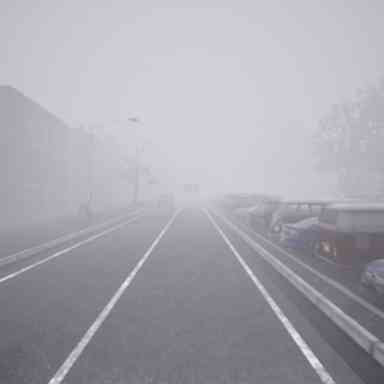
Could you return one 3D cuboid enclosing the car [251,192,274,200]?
[{"bbox_3d":[18.680,0.951,87.783,5.566,2.045,2.435,0,0,0],"label":"car"}]

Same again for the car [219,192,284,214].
[{"bbox_3d":[5.670,1.240,31.531,5.566,2.045,2.435,0,0,0],"label":"car"}]

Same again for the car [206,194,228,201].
[{"bbox_3d":[5.672,1.281,76.386,4.792,1.488,2.163,0,0,0],"label":"car"}]

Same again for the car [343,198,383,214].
[{"bbox_3d":[18.960,1.472,34.889,5.366,1.575,1.946,0,0,0],"label":"car"}]

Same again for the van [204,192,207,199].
[{"bbox_3d":[5.530,1.040,73.581,4.442,1.987,1.878,0,0,0],"label":"van"}]

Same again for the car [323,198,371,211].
[{"bbox_3d":[18.738,1.475,40.440,4.792,1.488,2.163,0,0,0],"label":"car"}]

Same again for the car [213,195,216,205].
[{"bbox_3d":[5.678,1.456,45.550,4.674,1.452,2.002,0,0,0],"label":"car"}]

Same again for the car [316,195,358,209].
[{"bbox_3d":[18.794,1.305,43.216,4.553,1.767,2.185,0,0,0],"label":"car"}]

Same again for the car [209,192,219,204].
[{"bbox_3d":[5.649,1.150,48.352,5.566,2.045,2.435,0,0,0],"label":"car"}]

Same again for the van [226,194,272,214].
[{"bbox_3d":[5.811,1.250,34.336,4.442,1.987,1.878,0,0,0],"label":"van"}]

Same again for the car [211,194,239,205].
[{"bbox_3d":[5.636,1.230,56.762,4.553,1.767,2.185,0,0,0],"label":"car"}]

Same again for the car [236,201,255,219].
[{"bbox_3d":[5.706,1.562,23.121,4.674,1.452,2.002,0,0,0],"label":"car"}]

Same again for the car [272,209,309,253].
[{"bbox_3d":[5.717,1.517,11.901,5.008,1.535,2.097,0,0,0],"label":"car"}]

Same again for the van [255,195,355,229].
[{"bbox_3d":[5.832,1.299,17.510,4.442,1.987,1.878,0,0,0],"label":"van"}]

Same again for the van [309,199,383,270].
[{"bbox_3d":[5.843,1.284,9.098,4.442,1.987,1.878,0,0,0],"label":"van"}]

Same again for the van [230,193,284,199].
[{"bbox_3d":[5.818,1.280,28.731,4.442,1.987,1.878,0,0,0],"label":"van"}]

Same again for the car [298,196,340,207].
[{"bbox_3d":[18.571,1.397,48.767,5.366,1.575,1.946,0,0,0],"label":"car"}]

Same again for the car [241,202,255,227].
[{"bbox_3d":[5.741,1.556,20.313,4.792,1.488,2.163,0,0,0],"label":"car"}]

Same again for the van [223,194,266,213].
[{"bbox_3d":[5.808,1.235,37.139,4.442,1.987,1.878,0,0,0],"label":"van"}]

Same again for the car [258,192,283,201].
[{"bbox_3d":[18.690,0.985,79.427,5.566,2.045,2.435,0,0,0],"label":"car"}]

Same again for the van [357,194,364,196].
[{"bbox_3d":[18.894,1.264,32.113,4.442,1.987,1.878,0,0,0],"label":"van"}]

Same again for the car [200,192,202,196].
[{"bbox_3d":[5.651,0.936,93.201,5.566,2.045,2.435,0,0,0],"label":"car"}]

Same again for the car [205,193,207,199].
[{"bbox_3d":[5.651,1.311,65.172,5.008,1.535,2.097,0,0,0],"label":"car"}]

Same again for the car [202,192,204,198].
[{"bbox_3d":[5.631,1.222,81.989,5.008,1.535,2.097,0,0,0],"label":"car"}]

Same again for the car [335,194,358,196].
[{"bbox_3d":[18.799,1.209,37.663,5.566,2.045,2.435,0,0,0],"label":"car"}]

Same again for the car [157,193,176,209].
[{"bbox_3d":[-3.330,1.165,44.061,2.150,2.045,5.566,0,0,0],"label":"car"}]

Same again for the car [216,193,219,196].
[{"bbox_3d":[5.716,1.305,42.746,4.553,1.767,2.185,0,0,0],"label":"car"}]

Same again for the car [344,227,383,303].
[{"bbox_3d":[5.732,1.543,6.294,4.674,1.452,2.002,0,0,0],"label":"car"}]

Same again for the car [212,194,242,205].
[{"bbox_3d":[5.639,1.245,53.959,4.553,1.767,2.185,0,0,0],"label":"car"}]

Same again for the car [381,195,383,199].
[{"bbox_3d":[18.755,1.263,26.560,5.566,2.045,2.435,0,0,0],"label":"car"}]

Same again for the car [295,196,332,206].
[{"bbox_3d":[18.759,1.387,51.544,4.892,1.521,2.231,0,0,0],"label":"car"}]

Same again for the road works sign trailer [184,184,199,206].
[{"bbox_3d":[-0.001,0.358,54.059,2.380,3.560,2.880,0,0,1],"label":"road works sign trailer"}]

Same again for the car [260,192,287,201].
[{"bbox_3d":[18.694,1.000,76.766,5.566,2.045,2.435,0,0,0],"label":"car"}]

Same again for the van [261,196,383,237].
[{"bbox_3d":[5.602,1.297,14.708,4.442,1.987,1.878,0,0,0],"label":"van"}]

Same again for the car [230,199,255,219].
[{"bbox_3d":[5.711,1.515,25.924,4.892,1.521,2.231,0,0,0],"label":"car"}]

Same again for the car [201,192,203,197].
[{"bbox_3d":[5.621,1.194,90.394,4.892,1.521,2.231,0,0,0],"label":"car"}]

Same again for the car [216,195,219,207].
[{"bbox_3d":[5.681,1.447,39.943,4.892,1.521,2.231,0,0,0],"label":"car"}]
